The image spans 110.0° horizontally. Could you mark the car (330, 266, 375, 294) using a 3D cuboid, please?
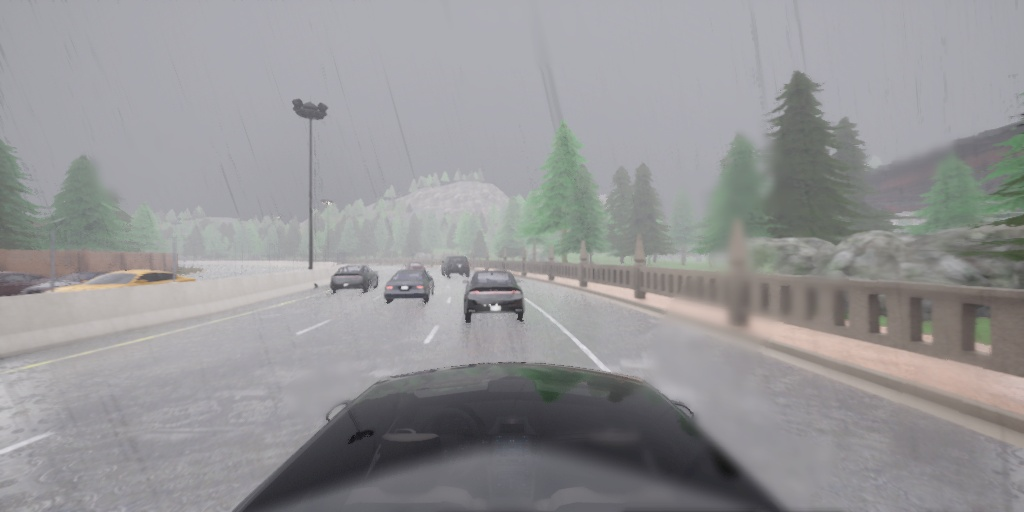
[{"bbox_3d":[-9.049,1.300,20.929,2.128,1.511,4.902,0,0,-11],"label":"car"}]

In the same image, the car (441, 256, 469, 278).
[{"bbox_3d":[-5.617,1.034,35.378,2.150,2.045,5.566,0,0,-18],"label":"car"}]

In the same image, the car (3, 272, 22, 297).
[{"bbox_3d":[-18.729,1.405,15.932,1.994,1.385,4.181,0,0,-9],"label":"car"}]

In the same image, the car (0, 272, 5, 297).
[{"bbox_3d":[-22.181,1.413,15.356,1.812,1.442,4.674,0,0,-9],"label":"car"}]

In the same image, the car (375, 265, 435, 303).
[{"bbox_3d":[-4.721,1.334,16.964,2.033,1.411,5.357,0,0,-9],"label":"car"}]

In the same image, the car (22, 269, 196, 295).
[{"bbox_3d":[-14.988,1.300,14.078,1.882,1.535,5.008,0,0,-7],"label":"car"}]

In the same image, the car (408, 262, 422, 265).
[{"bbox_3d":[-10.254,1.359,37.864,1.812,1.442,4.674,0,0,-20],"label":"car"}]

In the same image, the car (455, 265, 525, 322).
[{"bbox_3d":[-0.686,1.257,12.473,2.128,1.511,4.902,0,0,-5],"label":"car"}]
